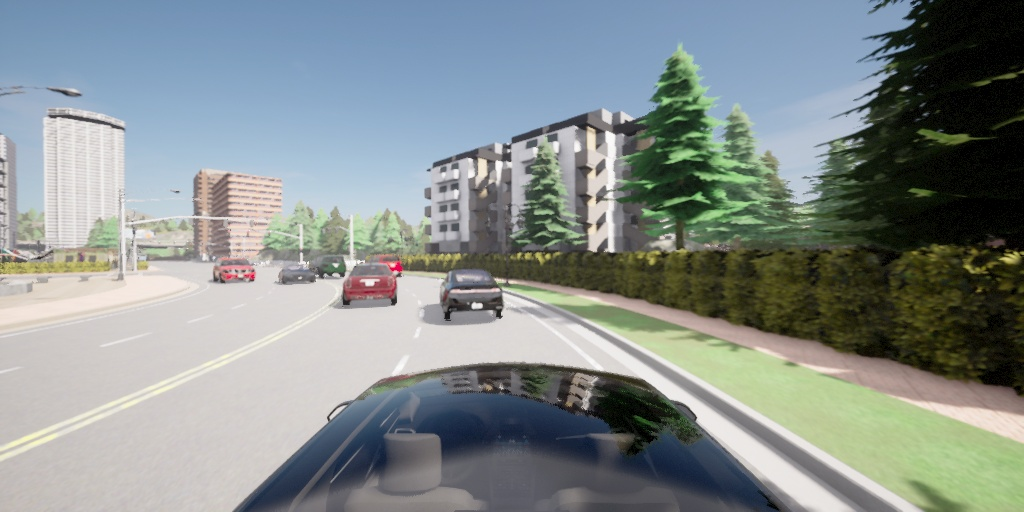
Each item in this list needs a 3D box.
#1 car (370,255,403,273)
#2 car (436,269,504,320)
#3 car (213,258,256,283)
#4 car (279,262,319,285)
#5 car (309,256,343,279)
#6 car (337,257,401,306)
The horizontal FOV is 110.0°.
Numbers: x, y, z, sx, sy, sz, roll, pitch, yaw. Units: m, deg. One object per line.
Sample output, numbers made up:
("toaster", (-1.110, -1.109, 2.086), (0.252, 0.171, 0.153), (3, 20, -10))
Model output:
("car", (-12.043, 0.952, 33.043), (2.150, 2.045, 5.566), (0, 0, -41))
("car", (-1.547, 1.211, 12.578), (2.128, 1.511, 4.902), (0, 0, -13))
("car", (-22.607, 1.162, 29.129), (5.566, 2.045, 2.150), (0, 0, 44))
("car", (-16.056, 1.359, 26.693), (1.994, 1.385, 4.181), (-1, 0, -38))
("car", (-17.490, 0.999, 33.745), (2.150, 2.045, 5.566), (-1, 0, -44))
("car", (-6.241, 1.100, 16.092), (2.097, 1.767, 4.553), (-1, 0, -18))
